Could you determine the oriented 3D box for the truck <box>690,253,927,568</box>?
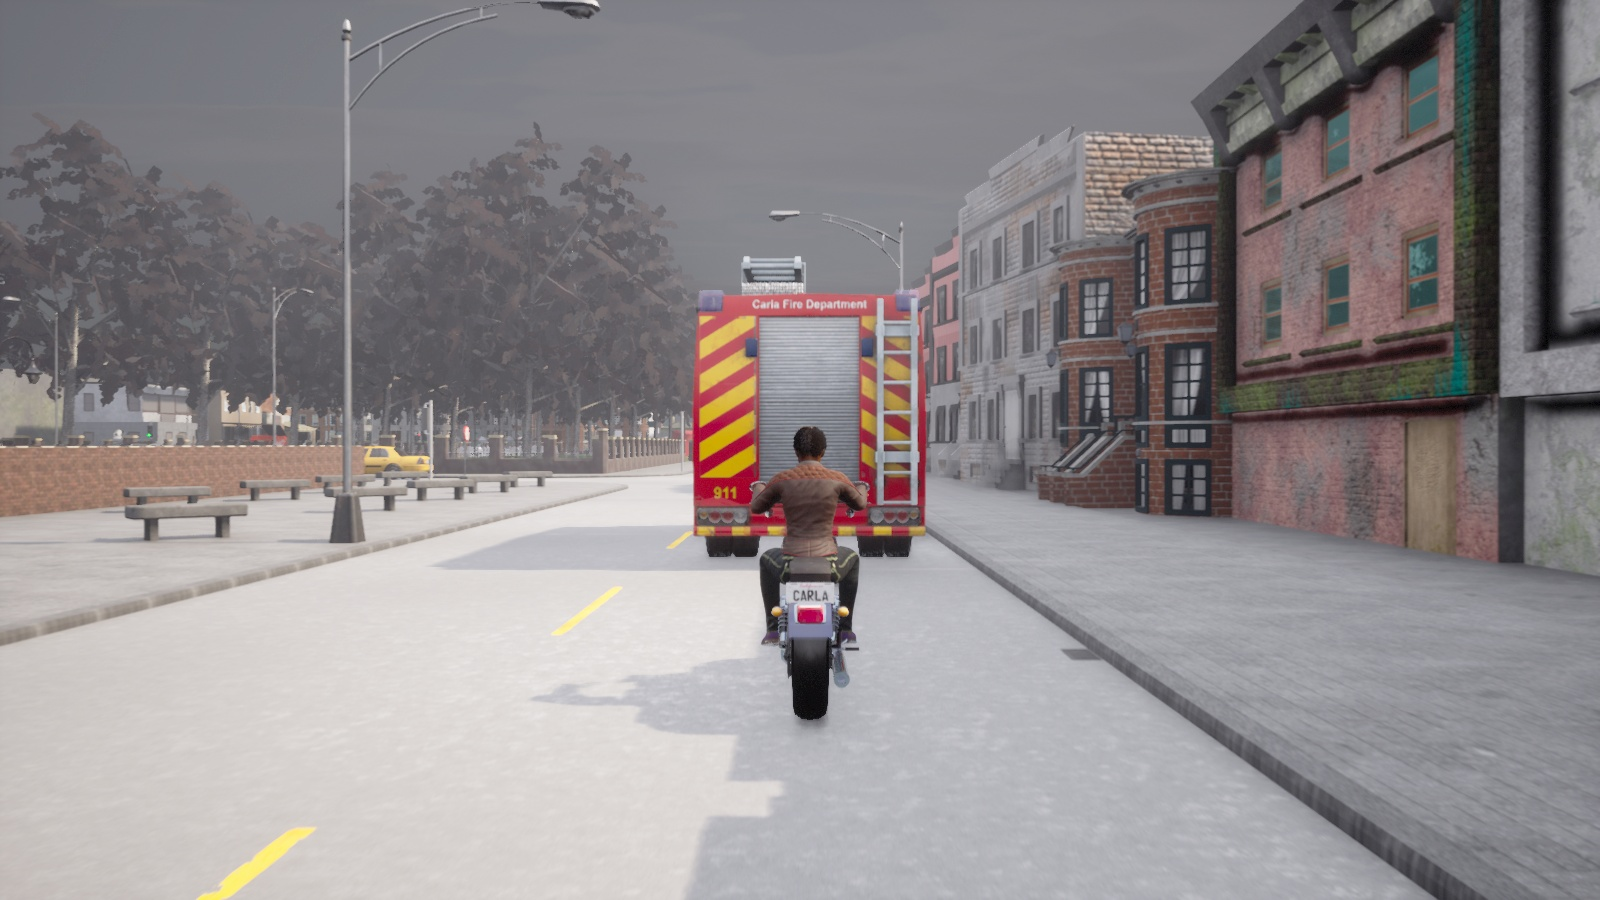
[{"bbox_3d":[0.128,-0.497,19.533,2.891,3.827,8.468,0,0,0],"label":"truck"}]

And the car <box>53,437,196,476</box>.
[{"bbox_3d":[-29.259,0.281,54.536,5.027,1.651,2.152,0,0,-2],"label":"car"}]

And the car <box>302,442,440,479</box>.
[{"bbox_3d":[-18.596,0.450,54.555,5.366,1.575,1.801,0,0,-2],"label":"car"}]

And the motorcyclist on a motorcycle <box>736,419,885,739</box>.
[{"bbox_3d":[0.059,0.666,7.645,0.766,1.649,2.350,0,0,0],"label":"motorcyclist on a motorcycle"}]
